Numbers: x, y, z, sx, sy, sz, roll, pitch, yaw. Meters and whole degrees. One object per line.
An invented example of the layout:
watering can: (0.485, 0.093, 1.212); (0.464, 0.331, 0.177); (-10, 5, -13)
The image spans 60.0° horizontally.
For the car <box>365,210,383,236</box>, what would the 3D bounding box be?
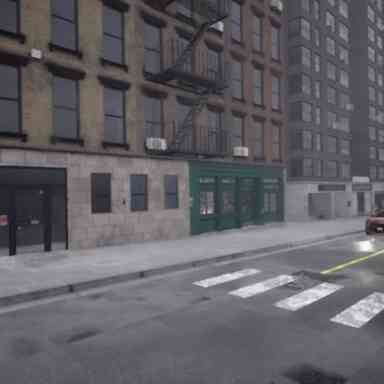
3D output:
car: (11.776, 1.734, 19.386); (5.008, 1.535, 1.882); (1, -1, -44)
